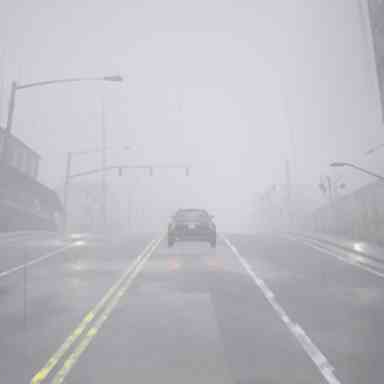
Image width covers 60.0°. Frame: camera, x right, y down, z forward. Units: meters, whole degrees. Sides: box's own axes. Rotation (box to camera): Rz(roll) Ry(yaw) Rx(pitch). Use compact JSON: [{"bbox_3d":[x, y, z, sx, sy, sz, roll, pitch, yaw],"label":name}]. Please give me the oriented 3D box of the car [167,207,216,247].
[{"bbox_3d":[-0.001,1.517,15.946,2.097,1.767,4.553,0,-2,0],"label":"car"}]
